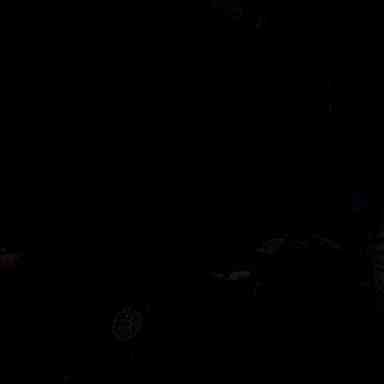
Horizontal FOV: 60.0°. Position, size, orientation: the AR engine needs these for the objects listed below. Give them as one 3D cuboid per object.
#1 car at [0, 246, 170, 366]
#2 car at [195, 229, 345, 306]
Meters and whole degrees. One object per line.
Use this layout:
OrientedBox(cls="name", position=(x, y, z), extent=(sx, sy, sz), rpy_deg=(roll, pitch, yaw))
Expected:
OrientedBox(cls="car", position=(-2.470, 1.545, 4.772), extent=(4.507, 1.381, 1.887), rpy_deg=(0, 0, -36))
OrientedBox(cls="car", position=(2.024, 1.582, 7.986), extent=(4.206, 1.307, 1.802), rpy_deg=(0, 0, -36))
